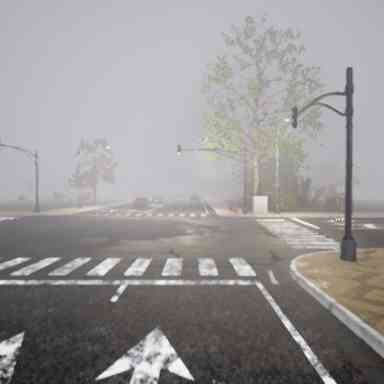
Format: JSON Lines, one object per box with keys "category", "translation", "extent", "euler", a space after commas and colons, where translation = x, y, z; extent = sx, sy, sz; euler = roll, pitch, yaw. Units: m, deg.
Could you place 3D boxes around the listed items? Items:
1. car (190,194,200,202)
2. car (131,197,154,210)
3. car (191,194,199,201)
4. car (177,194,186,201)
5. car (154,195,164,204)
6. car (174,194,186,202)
{"category": "car", "translation": [0.594, 1.217, 68.743], "extent": [2.097, 1.767, 4.553], "euler": [0, 0, 1]}
{"category": "car", "translation": [-6.443, 1.406, 42.436], "extent": [1.882, 1.535, 5.008], "euler": [0, 0, 1]}
{"category": "car", "translation": [0.768, 1.211, 78.807], "extent": [1.882, 1.535, 5.008], "euler": [0, 0, 1]}
{"category": "car", "translation": [-2.482, 1.272, 78.863], "extent": [2.033, 1.411, 5.357], "euler": [0, 0, 1]}
{"category": "car", "translation": [-6.074, 1.380, 60.049], "extent": [2.128, 1.511, 4.902], "euler": [0, 0, 1]}
{"category": "car", "translation": [-2.654, 1.459, 68.893], "extent": [1.895, 1.301, 4.718], "euler": [0, 0, 1]}
